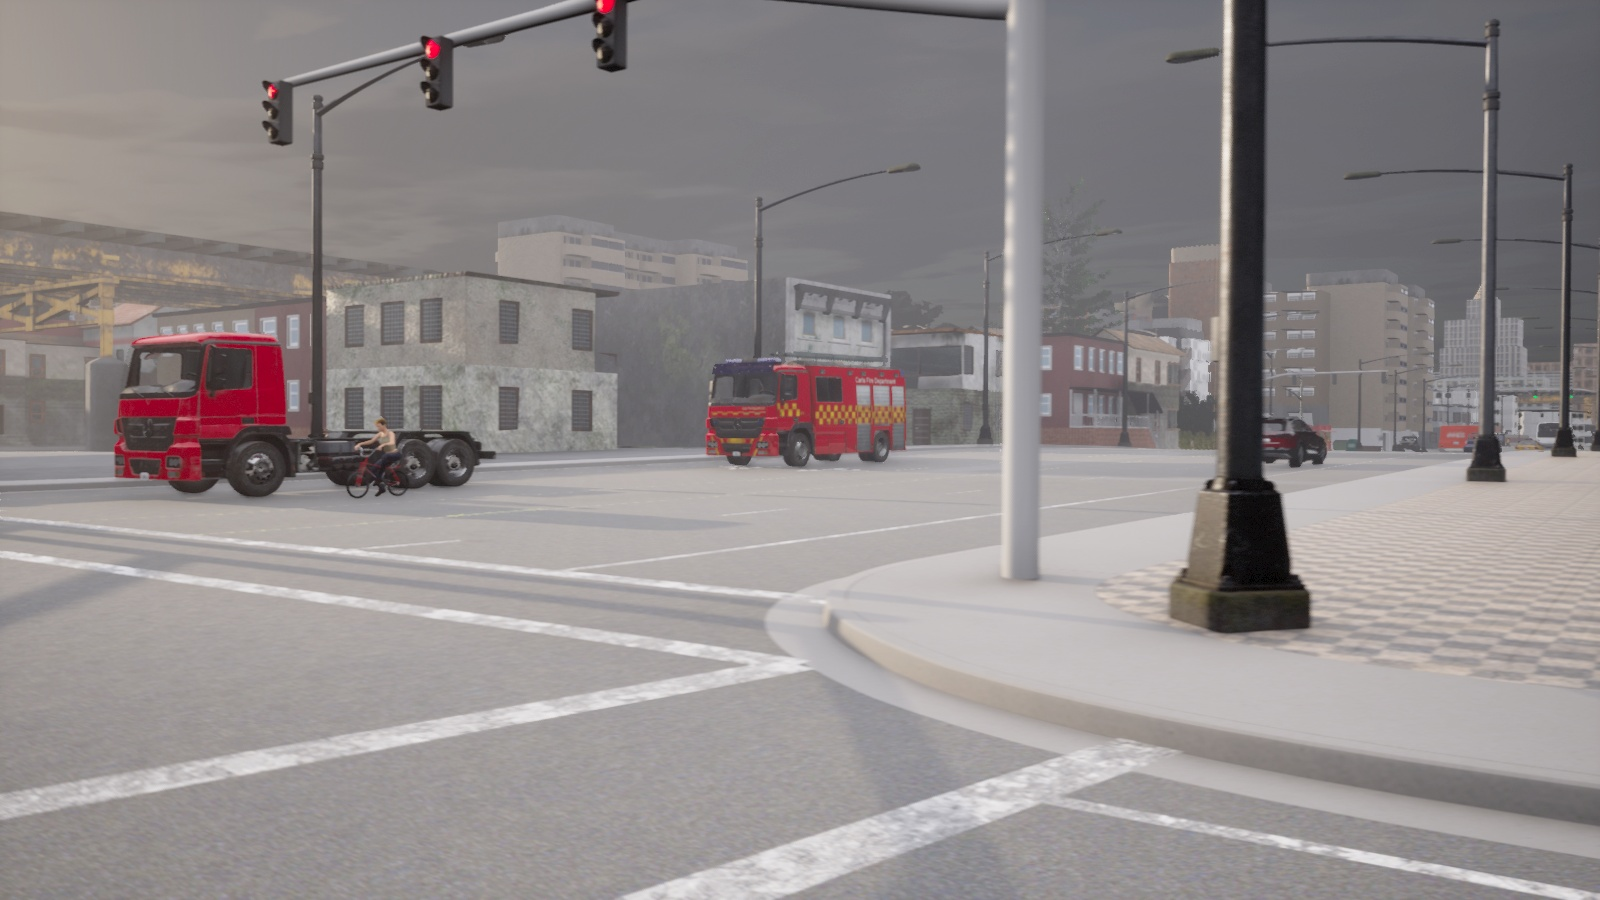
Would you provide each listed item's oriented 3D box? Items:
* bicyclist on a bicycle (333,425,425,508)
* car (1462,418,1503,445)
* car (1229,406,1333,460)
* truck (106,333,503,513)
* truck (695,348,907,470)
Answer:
[{"bbox_3d":[-8.504,0.314,25.394,0.866,1.612,1.509,0,2,35],"label":"bicyclist on a bicycle"},{"bbox_3d":[43.481,-1.160,79.991,1.851,1.617,3.988,0,-1,36],"label":"car"},{"bbox_3d":[15.939,-0.594,41.435,2.033,1.649,4.856,0,2,36],"label":"car"},{"bbox_3d":[-10.728,-0.626,28.198,2.891,3.462,7.936,0,2,35],"label":"truck"},{"bbox_3d":[0.255,-1.421,43.564,2.891,3.827,8.468,0,2,36],"label":"truck"}]
